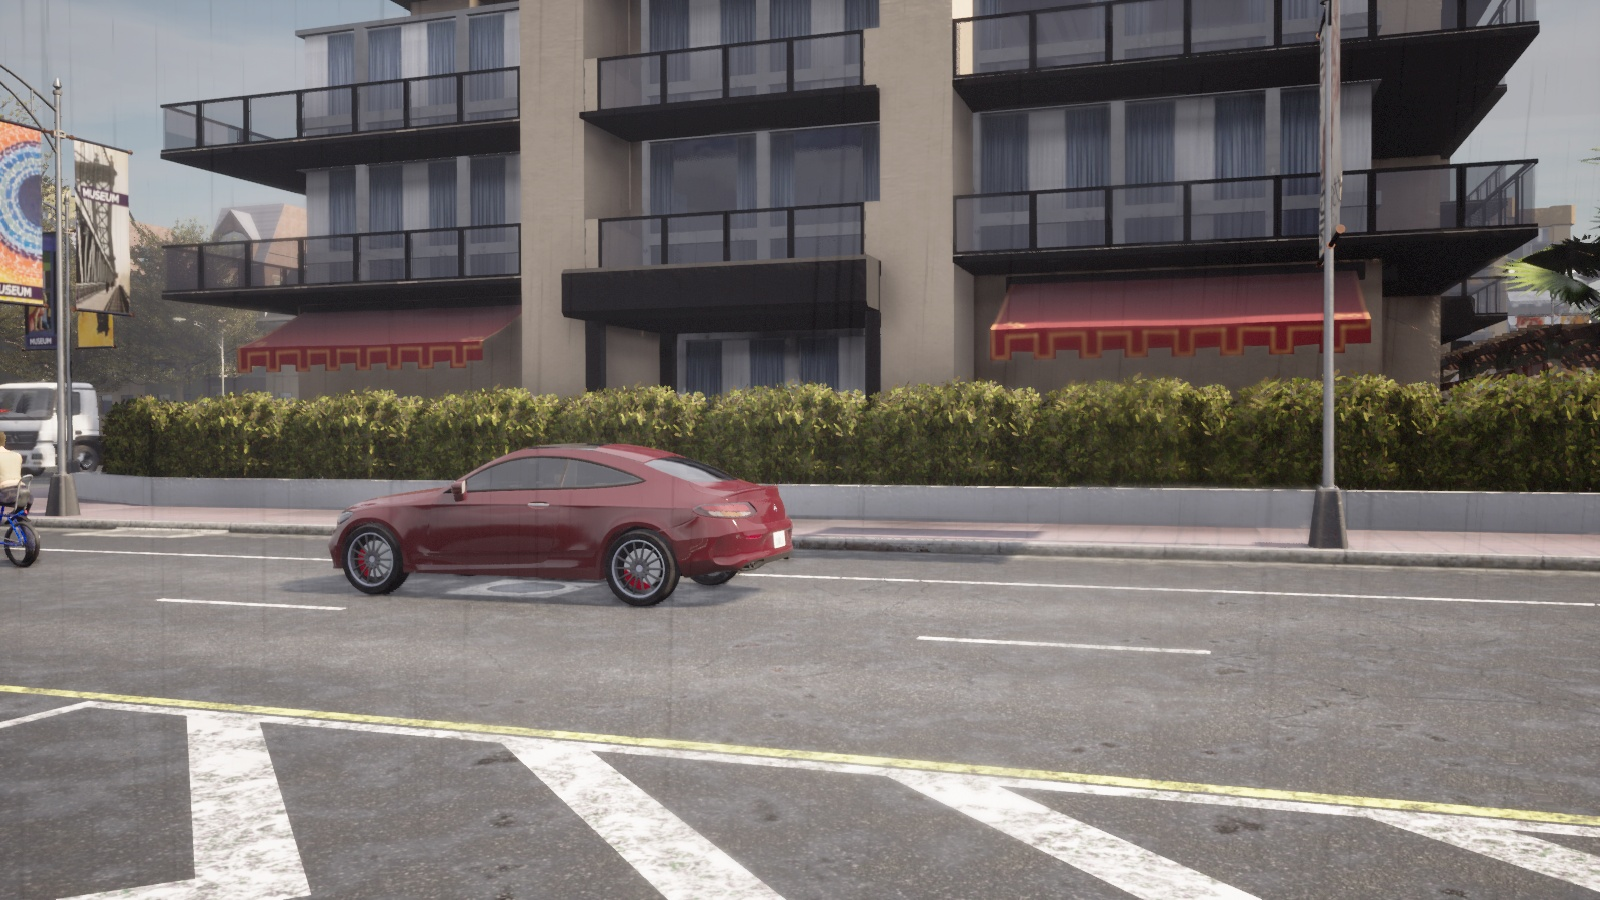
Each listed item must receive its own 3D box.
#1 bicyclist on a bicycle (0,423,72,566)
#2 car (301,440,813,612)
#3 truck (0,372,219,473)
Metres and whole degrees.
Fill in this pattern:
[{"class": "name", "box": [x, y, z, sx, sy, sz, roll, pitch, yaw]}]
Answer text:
[{"class": "bicyclist on a bicycle", "box": [-9.546, 0.490, 14.820, 1.509, 1.612, 0.866, 1, 1, 19]}, {"class": "car", "box": [-2.382, 0.645, 12.406, 4.674, 1.442, 1.812, 1, 1, 19]}, {"class": "truck", "box": [-25.939, -1.006, 47.057, 2.891, 3.462, 7.936, 1, 1, 18]}]
